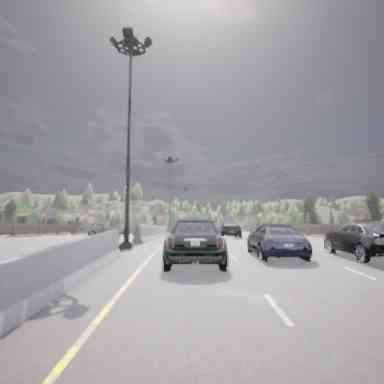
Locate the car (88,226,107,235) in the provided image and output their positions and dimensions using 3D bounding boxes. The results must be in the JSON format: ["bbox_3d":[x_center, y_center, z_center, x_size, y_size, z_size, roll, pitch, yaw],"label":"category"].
[{"bbox_3d":[-14.052,5.720,49.616,1.994,1.385,4.181,0,-7,0],"label":"car"}]

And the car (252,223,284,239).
[{"bbox_3d":[7.111,3.691,31.534,1.994,1.385,4.181,0,-6,0],"label":"car"}]

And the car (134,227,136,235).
[{"bbox_3d":[-7.064,5.472,47.756,1.812,1.442,4.674,0,-6,0],"label":"car"}]

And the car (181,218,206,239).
[{"bbox_3d":[0.110,3.349,30.385,2.097,1.767,4.553,0,-6,0],"label":"car"}]

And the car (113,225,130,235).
[{"bbox_3d":[-10.550,5.688,49.984,2.128,1.511,4.902,0,-7,0],"label":"car"}]

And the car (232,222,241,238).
[{"bbox_3d":[3.611,3.706,32.444,1.882,1.535,5.008,0,-6,0],"label":"car"}]

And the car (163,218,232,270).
[{"bbox_3d":[0.104,1.761,12.524,2.097,1.767,4.553,0,-3,0],"label":"car"}]

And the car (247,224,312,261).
[{"bbox_3d":[3.605,2.082,14.359,1.994,1.385,4.181,0,-4,0],"label":"car"}]

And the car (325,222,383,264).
[{"bbox_3d":[7.105,1.966,13.654,2.128,1.511,4.902,0,-3,0],"label":"car"}]
